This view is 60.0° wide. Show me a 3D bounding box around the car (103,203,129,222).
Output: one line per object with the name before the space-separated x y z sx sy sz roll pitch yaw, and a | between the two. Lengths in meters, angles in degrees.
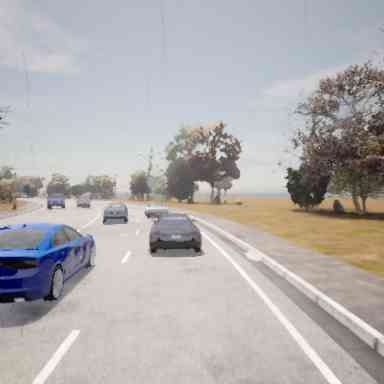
car | -6.036 1.566 26.514 2.033 1.411 5.357 0 0 -11

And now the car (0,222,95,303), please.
car | -3.791 1.488 8.268 1.882 1.535 5.008 0 0 -3

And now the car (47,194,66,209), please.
car | -18.386 1.251 45.244 2.150 2.045 5.566 0 0 -19

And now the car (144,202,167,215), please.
car | -3.391 1.618 31.049 1.895 1.301 4.718 0 0 -12

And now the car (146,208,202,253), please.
car | -0.752 1.570 13.875 1.994 1.385 4.181 0 0 -5

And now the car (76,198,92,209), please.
car | -15.485 1.577 47.632 2.033 1.411 5.357 0 0 -19
